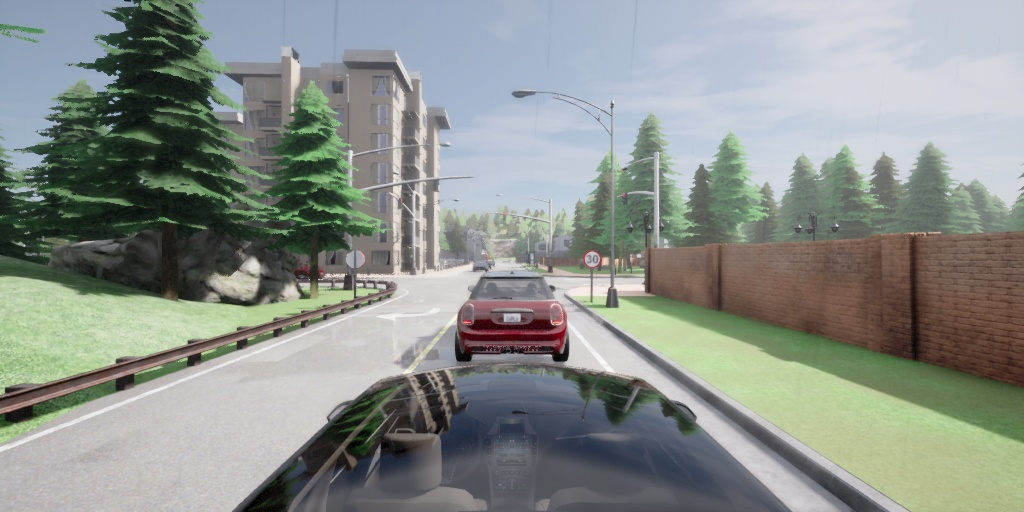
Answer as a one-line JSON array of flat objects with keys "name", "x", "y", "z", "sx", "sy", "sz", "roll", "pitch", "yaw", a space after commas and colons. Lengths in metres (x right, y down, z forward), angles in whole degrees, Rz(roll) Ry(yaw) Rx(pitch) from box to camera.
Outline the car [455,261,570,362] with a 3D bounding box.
[{"name": "car", "x": 0.002, "y": 1.102, "z": 8.402, "sx": 2.097, "sy": 1.767, "sz": 4.553, "roll": 0, "pitch": 0, "yaw": 0}]

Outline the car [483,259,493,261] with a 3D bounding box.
[{"name": "car", "x": -3.998, "y": 1.297, "z": 46.692, "sx": 2.033, "sy": 1.411, "sz": 5.357, "roll": 0, "pitch": 0, "yaw": 0}]

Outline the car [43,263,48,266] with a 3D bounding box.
[{"name": "car", "x": -30.940, "y": 0.987, "z": 24.700, "sx": 5.566, "sy": 2.045, "sz": 2.150, "roll": 0, "pitch": 0, "yaw": -1}]

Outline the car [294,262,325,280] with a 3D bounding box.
[{"name": "car", "x": -17.683, "y": 1.243, "z": 28.679, "sx": 5.008, "sy": 1.535, "sz": 1.882, "roll": 0, "pitch": 0, "yaw": -1}]
